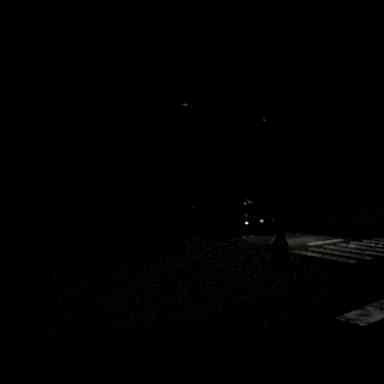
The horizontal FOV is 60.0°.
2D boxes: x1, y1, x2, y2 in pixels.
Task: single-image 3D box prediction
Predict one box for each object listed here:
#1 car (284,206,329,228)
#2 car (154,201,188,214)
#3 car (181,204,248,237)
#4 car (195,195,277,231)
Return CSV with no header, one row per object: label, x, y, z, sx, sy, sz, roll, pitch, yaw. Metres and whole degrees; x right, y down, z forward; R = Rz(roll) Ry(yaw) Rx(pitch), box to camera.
car,7.219,1.623,22.851,1.947,1.339,4.313,1,0,-35
car,-2.353,1.640,36.297,1.802,1.307,4.206,1,0,-35
car,0.681,1.564,18.195,1.947,1.339,4.313,1,0,-35
car,2.220,1.239,20.416,2.150,2.045,5.566,1,0,-35
